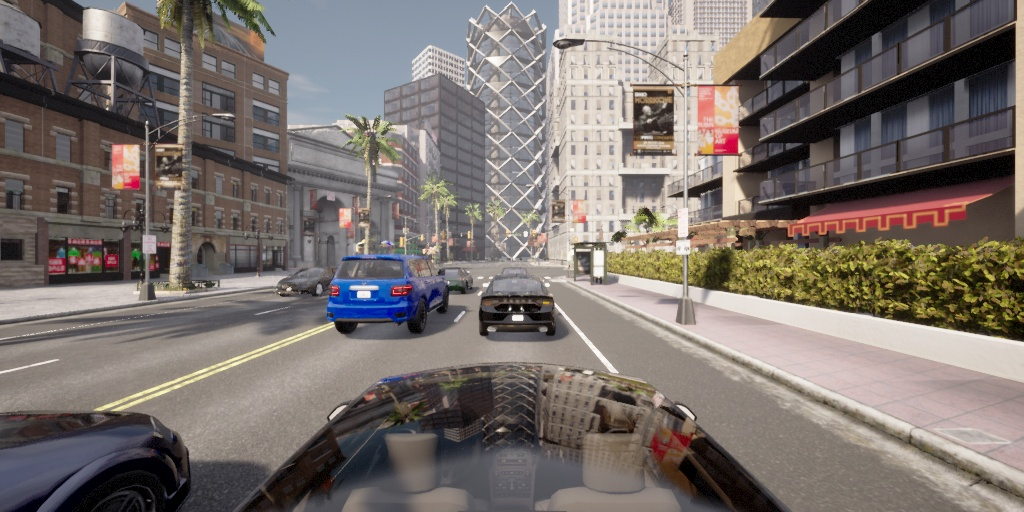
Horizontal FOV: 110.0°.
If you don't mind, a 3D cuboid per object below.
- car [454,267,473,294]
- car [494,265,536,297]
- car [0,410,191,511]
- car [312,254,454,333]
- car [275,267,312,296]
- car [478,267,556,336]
[{"bbox_3d":[-3.350,1.314,20.235,1.994,1.385,4.181,0,0,0],"label":"car"},{"bbox_3d":[0.144,1.297,20.061,2.033,1.411,5.357,0,0,0],"label":"car"},{"bbox_3d":[-3.341,1.314,0.867,1.994,1.385,4.181,0,0,0],"label":"car"},{"bbox_3d":[-3.376,0.971,10.876,2.150,2.045,5.566,0,0,0],"label":"car"},{"bbox_3d":[-10.455,1.311,19.242,1.837,1.490,4.892,0,0,0],"label":"car"},{"bbox_3d":[0.131,1.228,10.471,1.882,1.535,5.008,0,0,0],"label":"car"}]
